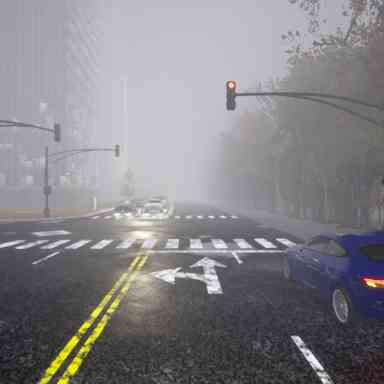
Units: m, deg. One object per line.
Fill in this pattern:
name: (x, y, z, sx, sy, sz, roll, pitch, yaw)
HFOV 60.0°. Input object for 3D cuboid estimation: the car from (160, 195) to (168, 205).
car: (-4.597, 1.367, 46.477, 2.097, 1.767, 4.553, 0, 0, -3)

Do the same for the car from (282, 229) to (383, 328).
car: (3.318, 1.490, 6.897, 1.812, 1.442, 4.674, -3, -1, -2)

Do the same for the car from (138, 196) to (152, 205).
car: (-8.742, 1.518, 62.115, 2.128, 1.511, 4.902, 0, 0, -3)

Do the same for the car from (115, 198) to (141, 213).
car: (-7.444, 1.558, 37.879, 2.033, 1.411, 5.357, 0, 0, -2)

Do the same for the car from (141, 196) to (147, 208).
car: (-7.919, 1.563, 47.880, 2.033, 1.411, 5.357, 0, 0, -3)

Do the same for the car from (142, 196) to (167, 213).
car: (-4.176, 1.536, 37.656, 1.812, 1.442, 4.674, 0, 0, -1)

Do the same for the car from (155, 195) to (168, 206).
car: (-5.204, 1.376, 57.562, 2.097, 1.767, 4.553, 0, 0, -3)
